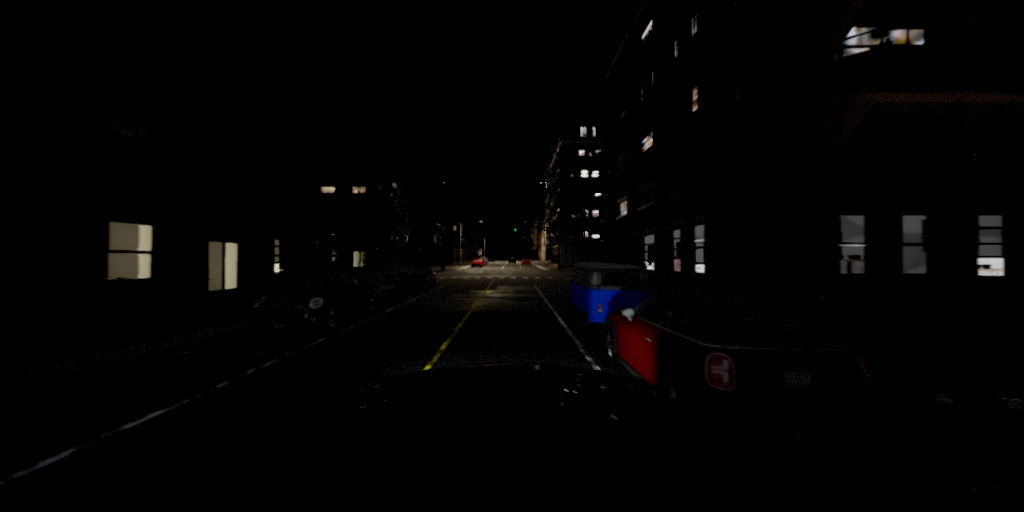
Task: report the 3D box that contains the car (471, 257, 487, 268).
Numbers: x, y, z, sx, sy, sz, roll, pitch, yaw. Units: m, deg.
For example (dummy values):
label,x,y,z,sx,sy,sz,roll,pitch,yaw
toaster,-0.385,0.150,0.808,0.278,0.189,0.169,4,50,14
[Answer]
label,x,y,z,sx,sy,sz,roll,pitch,yaw
car,-5.740,1.210,59.519,1.888,1.381,4.507,0,0,0

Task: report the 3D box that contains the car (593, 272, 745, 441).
label,x,y,z,sx,sy,sz,roll,pitch,yaw
car,2.693,1.185,5.330,1.967,1.591,4.097,0,0,0

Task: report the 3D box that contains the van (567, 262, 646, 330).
label,x,y,z,sx,sy,sz,roll,pitch,yaw
van,2.696,1.078,10.738,1.690,1.789,3.998,0,0,0

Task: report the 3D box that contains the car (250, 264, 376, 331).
label,x,y,z,sx,sy,sz,roll,pitch,yaw
car,-5.685,1.177,10.749,1.967,1.591,4.097,0,0,0

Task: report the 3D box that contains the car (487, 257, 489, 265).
label,x,y,z,sx,sy,sz,roll,pitch,yaw
car,-5.661,1.202,65.200,1.888,1.381,4.507,0,0,0

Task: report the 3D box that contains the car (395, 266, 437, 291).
label,x,y,z,sx,sy,sz,roll,pitch,yaw
car,-5.681,1.272,21.563,2.007,1.370,4.403,0,0,0
